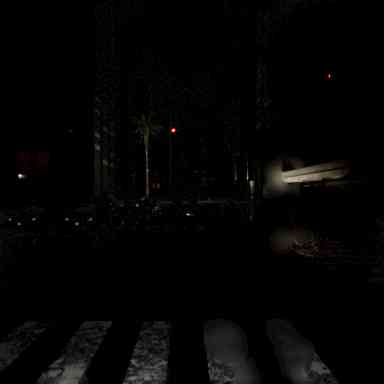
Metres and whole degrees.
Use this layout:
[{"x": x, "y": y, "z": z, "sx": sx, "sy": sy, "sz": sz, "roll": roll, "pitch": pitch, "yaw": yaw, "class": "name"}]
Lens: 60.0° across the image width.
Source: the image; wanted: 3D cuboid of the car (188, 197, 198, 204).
[{"x": 0.175, "y": 1.790, "z": 69.936, "sx": 1.994, "sy": 1.385, "sz": 4.181, "roll": 0, "pitch": 0, "yaw": 0, "class": "car"}]

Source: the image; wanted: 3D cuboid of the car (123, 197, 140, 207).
[{"x": -9.766, "y": 1.632, "z": 54.047, "sx": 1.882, "sy": 1.535, "sz": 5.008, "roll": 0, "pitch": -1, "yaw": 0, "class": "car"}]

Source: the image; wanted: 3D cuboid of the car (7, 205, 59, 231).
[{"x": -9.827, "y": 1.568, "z": 21.254, "sx": 1.812, "sy": 1.442, "sz": 4.674, "roll": 0, "pitch": 0, "yaw": 0, "class": "car"}]

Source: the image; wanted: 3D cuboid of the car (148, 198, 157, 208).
[{"x": -6.529, "y": 1.618, "z": 50.825, "sx": 1.882, "sy": 1.535, "sz": 5.008, "roll": 0, "pitch": 0, "yaw": 0, "class": "car"}]

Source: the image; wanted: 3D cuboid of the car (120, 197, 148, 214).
[{"x": -6.557, "y": 1.438, "z": 37.012, "sx": 2.097, "sy": 1.767, "sz": 4.553, "roll": 0, "pitch": 0, "yaw": 0, "class": "car"}]

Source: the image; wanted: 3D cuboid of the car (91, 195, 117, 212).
[{"x": -9.798, "y": 1.310, "z": 36.890, "sx": 2.150, "sy": 2.045, "sz": 5.566, "roll": 0, "pitch": 0, "yaw": 0, "class": "car"}]

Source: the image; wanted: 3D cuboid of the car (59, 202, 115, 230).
[{"x": -6.576, "y": 1.568, "z": 21.355, "sx": 1.812, "sy": 1.442, "sz": 4.674, "roll": 0, "pitch": 0, "yaw": 0, "class": "car"}]

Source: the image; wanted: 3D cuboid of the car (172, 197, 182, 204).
[{"x": -3.075, "y": 1.789, "z": 69.914, "sx": 1.994, "sy": 1.385, "sz": 4.181, "roll": 0, "pitch": 0, "yaw": 0, "class": "car"}]
